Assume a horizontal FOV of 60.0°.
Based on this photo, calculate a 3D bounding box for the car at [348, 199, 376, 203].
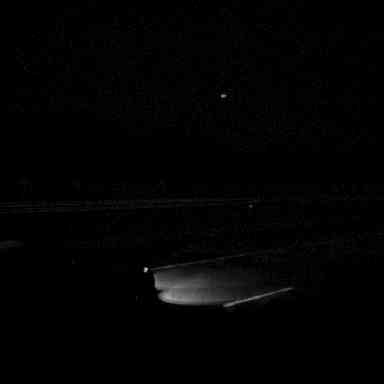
[{"bbox_3d":[16.440,1.359,32.335,5.357,1.411,2.033,0,0,-34],"label":"car"}]

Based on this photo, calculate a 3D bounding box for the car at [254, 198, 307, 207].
[{"bbox_3d":[8.758,1.379,31.367,5.357,1.411,2.033,0,0,-34],"label":"car"}]

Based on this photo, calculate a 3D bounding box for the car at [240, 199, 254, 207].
[{"bbox_3d":[7.022,1.352,34.411,4.674,1.442,1.812,0,0,-34],"label":"car"}]

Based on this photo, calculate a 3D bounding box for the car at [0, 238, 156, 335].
[{"bbox_3d":[-2.779,1.553,6.045,4.181,1.385,1.994,-1,0,-35],"label":"car"}]
